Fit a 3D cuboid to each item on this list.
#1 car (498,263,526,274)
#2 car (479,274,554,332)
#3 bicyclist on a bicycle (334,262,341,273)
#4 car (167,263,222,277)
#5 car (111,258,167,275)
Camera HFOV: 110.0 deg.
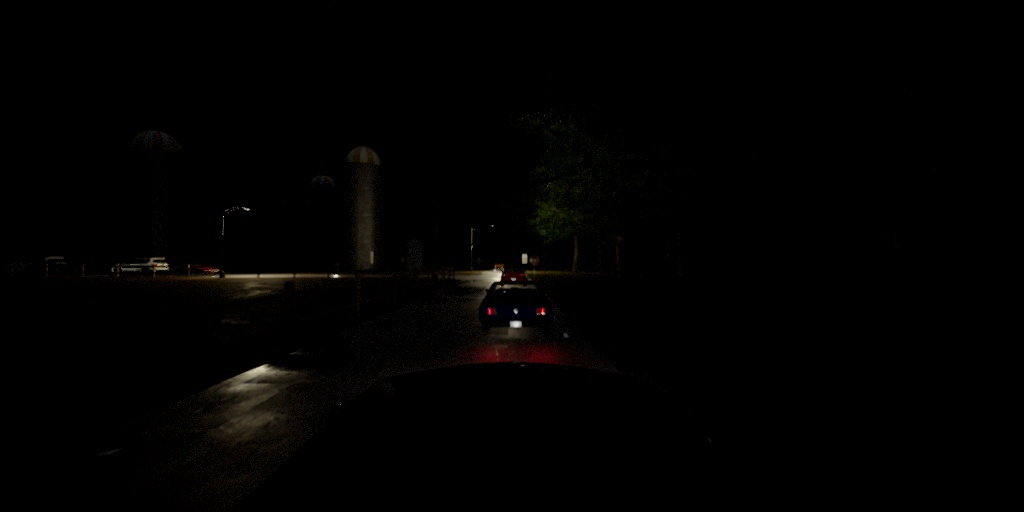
[{"bbox_3d":[0.100,1.493,27.335,1.812,1.442,4.674,0,-1,0],"label":"car"},{"bbox_3d":[0.103,1.401,11.038,1.895,1.301,4.718,0,0,0],"label":"car"},{"bbox_3d":[-22.734,1.581,46.744,0.582,1.620,1.656,0,-1,0],"label":"bicyclist on a bicycle"},{"bbox_3d":[-35.693,1.569,40.680,4.674,1.442,1.812,0,0,0],"label":"car"},{"bbox_3d":[-44.992,1.273,43.476,5.566,2.045,2.150,-1,0,0],"label":"car"}]
